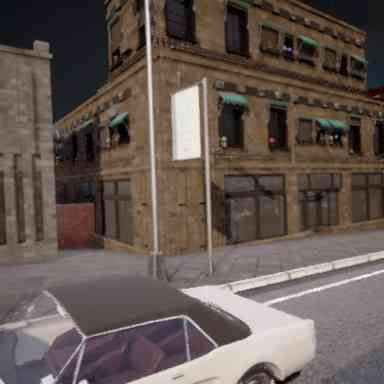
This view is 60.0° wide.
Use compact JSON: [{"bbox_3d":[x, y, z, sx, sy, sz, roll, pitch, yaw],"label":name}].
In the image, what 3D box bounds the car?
[{"bbox_3d":[-1.046,1.600,3.019,4.718,1.301,1.895,0,0,-35],"label":"car"}]
